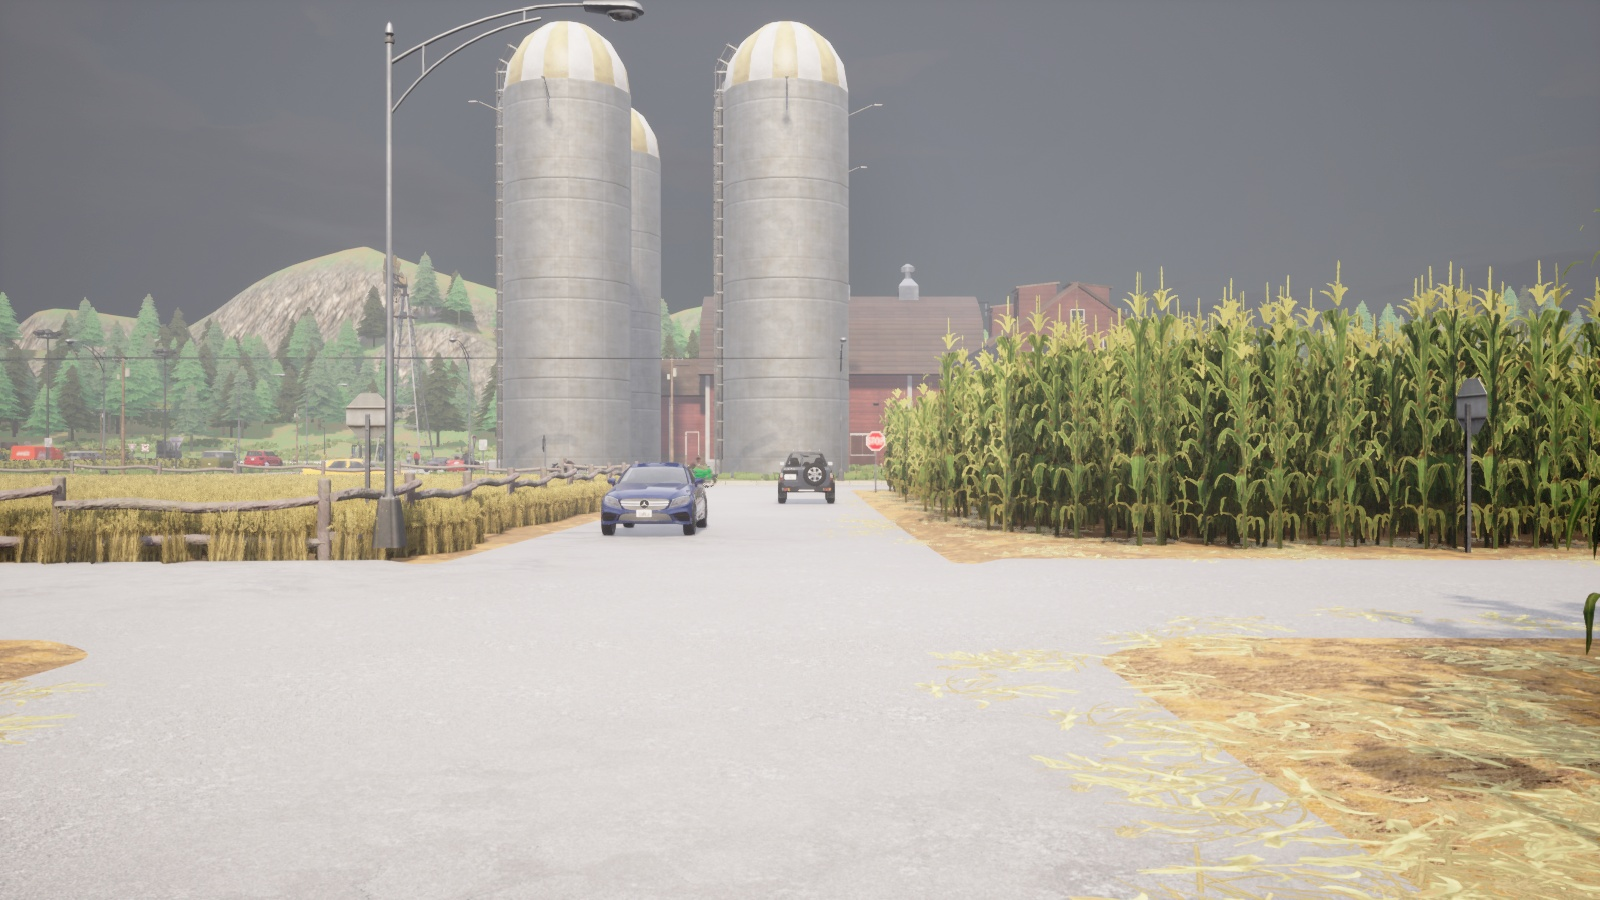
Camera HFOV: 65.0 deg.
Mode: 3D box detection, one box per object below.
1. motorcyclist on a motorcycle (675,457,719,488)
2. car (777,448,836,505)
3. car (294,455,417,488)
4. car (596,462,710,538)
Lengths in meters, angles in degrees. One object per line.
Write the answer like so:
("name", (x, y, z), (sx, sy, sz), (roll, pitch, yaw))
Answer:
("motorcyclist on a motorcycle", (-4.993, 1.089, 61.027), (2.044, 1.523, 0.797), (0, 0, 0))
("car", (0.214, 0.880, 43.366), (1.932, 1.855, 4.605), (0, 0, 0))
("car", (-21.556, 1.032, 60.988), (5.366, 1.575, 1.801), (0, 0, 3))
("car", (-2.965, 0.969, 26.274), (1.812, 1.442, 4.674), (0, -1, 0))
